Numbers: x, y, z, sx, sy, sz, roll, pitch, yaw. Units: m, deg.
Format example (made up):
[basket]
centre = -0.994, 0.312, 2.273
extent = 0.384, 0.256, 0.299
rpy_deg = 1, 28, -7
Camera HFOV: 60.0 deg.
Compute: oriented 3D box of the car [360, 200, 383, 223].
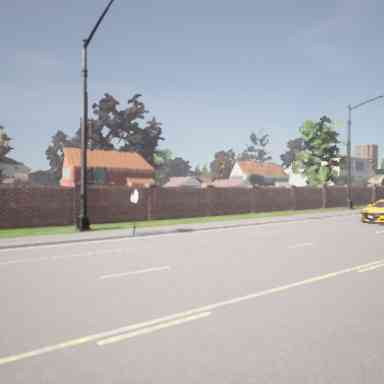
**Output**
[car]
centre = 13.015, 1.229, 21.881
extent = 5.008, 1.535, 1.882
rpy_deg = -1, 1, -36
